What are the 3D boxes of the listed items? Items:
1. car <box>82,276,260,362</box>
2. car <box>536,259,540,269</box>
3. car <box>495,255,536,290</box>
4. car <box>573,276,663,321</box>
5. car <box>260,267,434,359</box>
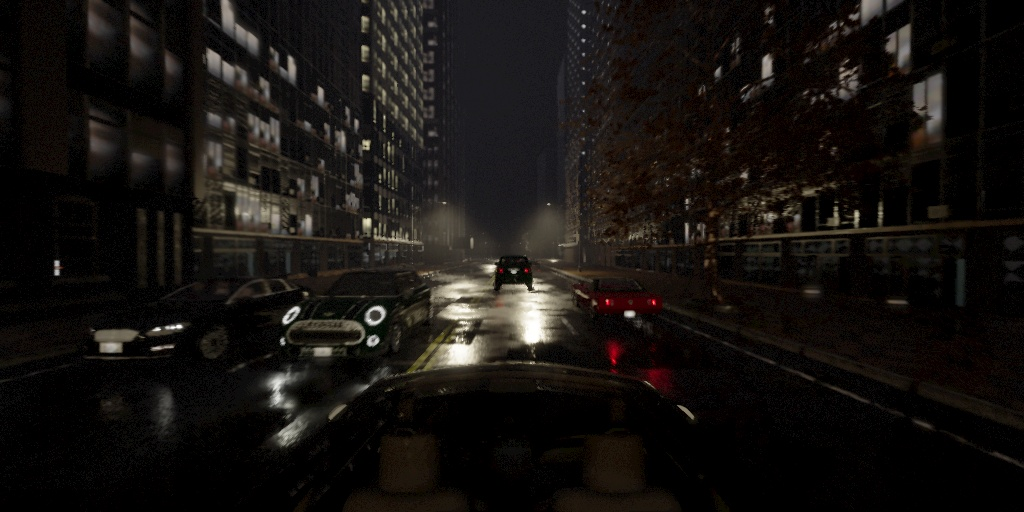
[{"bbox_3d":[-6.578,1.242,8.342,2.128,1.511,4.902,0,0,0],"label":"car"},{"bbox_3d":[3.354,1.199,56.740,2.128,1.511,4.902,0,0,0],"label":"car"},{"bbox_3d":[0.101,0.966,22.292,2.150,2.045,5.566,0,0,0],"label":"car"},{"bbox_3d":[3.349,1.350,12.406,1.895,1.301,4.718,0,0,0],"label":"car"},{"bbox_3d":[-3.328,1.102,8.574,2.097,1.767,4.553,0,0,0],"label":"car"}]
